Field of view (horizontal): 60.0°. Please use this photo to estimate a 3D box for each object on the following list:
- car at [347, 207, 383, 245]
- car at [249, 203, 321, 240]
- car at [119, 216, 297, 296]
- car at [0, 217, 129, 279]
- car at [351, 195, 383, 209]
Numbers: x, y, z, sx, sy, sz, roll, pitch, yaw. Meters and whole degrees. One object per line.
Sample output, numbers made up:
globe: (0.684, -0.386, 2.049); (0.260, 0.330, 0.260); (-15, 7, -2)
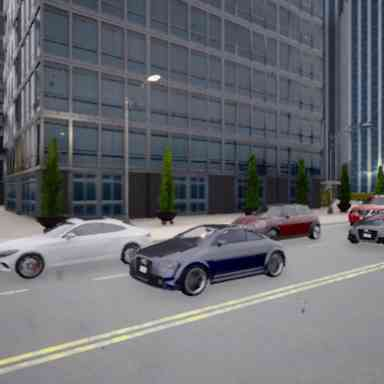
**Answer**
car: (8.606, 1.551, 14.428); (4.181, 1.385, 1.994); (0, 0, -36)
car: (3.891, 1.342, 15.365); (4.553, 1.767, 2.097); (0, 0, -35)
car: (0.525, 1.559, 8.665); (4.181, 1.385, 1.994); (0, 0, -35)
car: (-3.391, 1.523, 10.170); (4.674, 1.442, 1.812); (0, 0, -35)
car: (12.373, 1.203, 21.410); (5.566, 2.045, 2.150); (0, 0, -36)
